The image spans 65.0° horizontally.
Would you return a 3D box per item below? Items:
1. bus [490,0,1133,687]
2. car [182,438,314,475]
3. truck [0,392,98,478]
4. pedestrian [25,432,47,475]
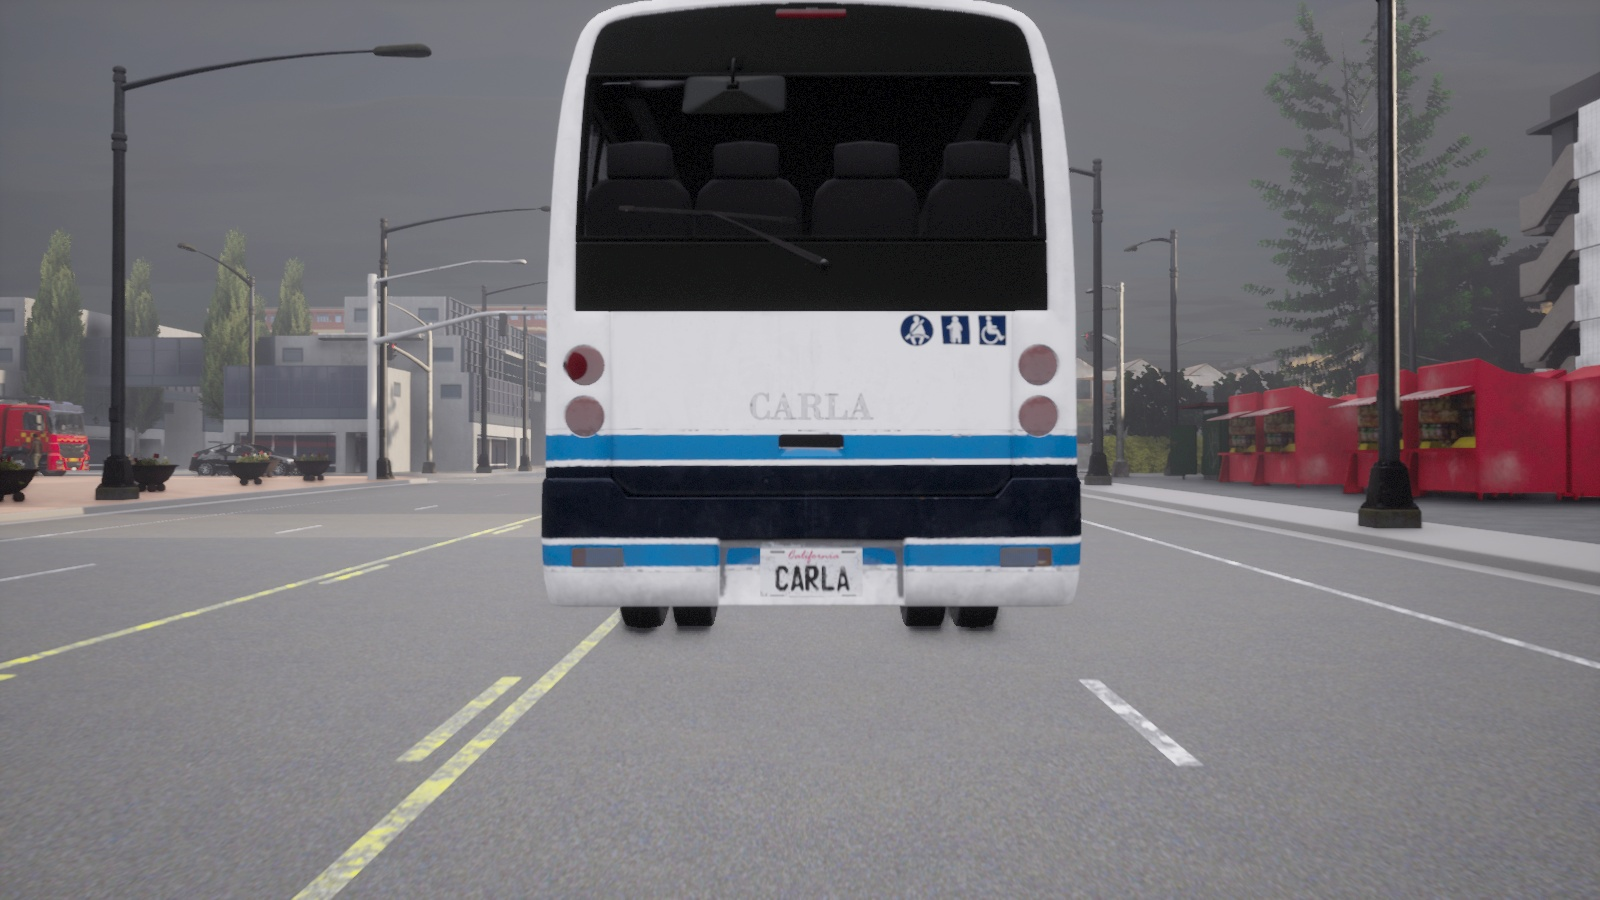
[{"bbox_3d":[0.077,-0.699,12.845,3.944,4.253,10.273,0,0,0],"label":"bus"},{"bbox_3d":[-25.093,0.310,57.200,5.027,1.651,2.152,0,-1,1],"label":"car"},{"bbox_3d":[-37.129,-0.642,57.356,8.468,3.827,2.891,0,-1,1],"label":"truck"},{"bbox_3d":[-32.377,0.153,53.195,0.703,1.840,0.431,0,-1,19],"label":"pedestrian"}]
